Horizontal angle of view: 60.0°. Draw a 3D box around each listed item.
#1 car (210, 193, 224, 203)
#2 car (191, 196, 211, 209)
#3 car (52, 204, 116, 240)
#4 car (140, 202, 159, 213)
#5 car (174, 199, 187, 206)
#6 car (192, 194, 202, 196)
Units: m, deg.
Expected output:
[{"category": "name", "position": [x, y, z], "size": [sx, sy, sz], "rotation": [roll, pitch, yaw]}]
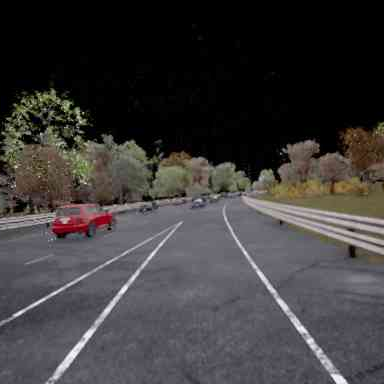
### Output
[{"category": "car", "position": [4.838, 1.549, 68.795], "size": [1.812, 1.442, 4.674], "rotation": [-4, 0, 12]}, {"category": "car", "position": [1.137, 1.700, 49.608], "size": [1.812, 1.442, 4.674], "rotation": [-4, 0, 10]}, {"category": "car", "position": [-6.918, 1.823, 21.809], "size": [2.150, 2.045, 5.566], "rotation": [-4, 0, 8]}, {"category": "car", "position": [-6.164, 2.230, 48.459], "size": [1.837, 1.490, 4.892], "rotation": [-5, 0, 10]}, {"category": "car", "position": [-2.364, 2.120, 68.479], "size": [2.033, 1.411, 5.357], "rotation": [-4, 0, 12]}, {"category": "car", "position": [1.210, 1.521, 68.686], "size": [2.150, 2.045, 5.566], "rotation": [-5, 0, 12]}]
